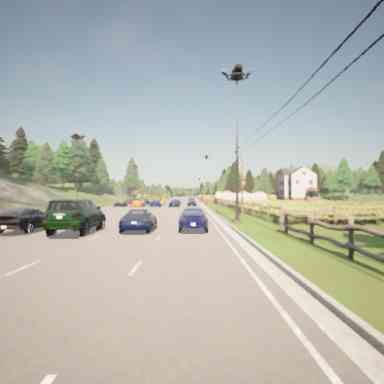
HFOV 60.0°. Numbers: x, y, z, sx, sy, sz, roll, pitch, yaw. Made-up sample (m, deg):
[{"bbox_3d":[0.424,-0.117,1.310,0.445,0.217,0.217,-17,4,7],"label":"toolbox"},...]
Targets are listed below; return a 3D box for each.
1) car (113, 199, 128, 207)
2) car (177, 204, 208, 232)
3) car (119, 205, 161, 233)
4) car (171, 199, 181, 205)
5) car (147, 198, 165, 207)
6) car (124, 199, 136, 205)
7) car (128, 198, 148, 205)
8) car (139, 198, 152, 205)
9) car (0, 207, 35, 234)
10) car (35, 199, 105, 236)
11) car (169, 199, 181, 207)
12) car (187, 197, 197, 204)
[{"bbox_3d":[-14.027,2.315,65.446,1.895,1.301,4.718,0,-1,0],"label":"car"},{"bbox_3d":[0.078,1.766,21.871,1.812,1.442,4.674,0,-1,0],"label":"car"},{"bbox_3d":[-3.410,1.800,21.521,1.994,1.385,4.181,0,-1,0],"label":"car"},{"bbox_3d":[-3.531,2.209,75.396,1.994,1.385,4.181,0,-1,0],"label":"car"},{"bbox_3d":[-7.027,2.188,64.974,1.882,1.535,5.008,0,-1,0],"label":"car"},{"bbox_3d":[-14.031,2.208,75.421,1.994,1.385,4.181,0,-1,0],"label":"car"},{"bbox_3d":[-10.527,2.066,65.361,2.097,1.767,4.553,0,-1,0],"label":"car"},{"bbox_3d":[-10.531,2.181,75.393,2.128,1.511,4.902,0,-1,0],"label":"car"},{"bbox_3d":[-10.407,1.733,20.913,1.837,1.490,4.892,0,-1,0],"label":"car"},{"bbox_3d":[-6.909,1.440,19.965,2.150,2.045,5.566,0,-1,0],"label":"car"},{"bbox_3d":[-3.527,2.279,65.358,1.994,1.385,4.181,0,-1,0],"label":"car"},{"bbox_3d":[-0.027,2.241,65.393,1.812,1.442,4.674,0,-1,0],"label":"car"}]
